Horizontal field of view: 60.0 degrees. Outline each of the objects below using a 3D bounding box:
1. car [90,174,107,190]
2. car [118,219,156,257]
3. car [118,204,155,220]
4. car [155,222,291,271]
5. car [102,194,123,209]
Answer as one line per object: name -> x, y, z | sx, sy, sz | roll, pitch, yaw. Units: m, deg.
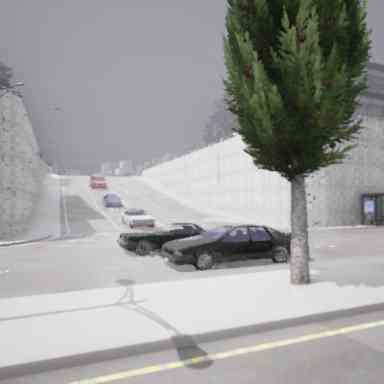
car -> -14.860, -1.600, 52.764 | 2.150, 2.045, 5.566 | 0, 10, -22
car -> -0.890, 2.026, 14.949 | 4.718, 1.301, 1.895 | 0, -2, -22
car -> -4.309, 2.027, 26.328 | 1.895, 1.301, 4.718 | 0, 3, -22
car -> 1.618, 1.882, 12.189 | 5.357, 1.411, 2.033 | 0, -2, -22
car -> -9.310, 1.002, 38.848 | 1.812, 1.442, 4.674 | 0, 7, -22
